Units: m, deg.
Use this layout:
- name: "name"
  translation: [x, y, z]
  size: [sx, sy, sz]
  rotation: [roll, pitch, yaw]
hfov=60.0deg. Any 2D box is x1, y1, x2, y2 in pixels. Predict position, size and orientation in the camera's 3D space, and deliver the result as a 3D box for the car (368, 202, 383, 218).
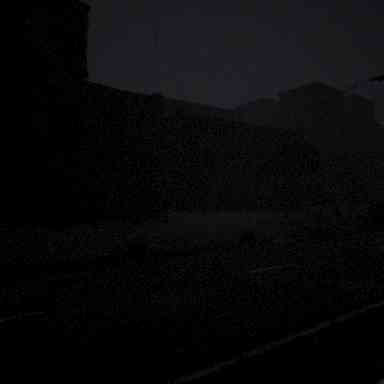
- name: "car"
  translation: [18.234, 1.305, 28.512]
  size: [2.435, 2.045, 5.566]
  rotation: [0, 0, -35]
